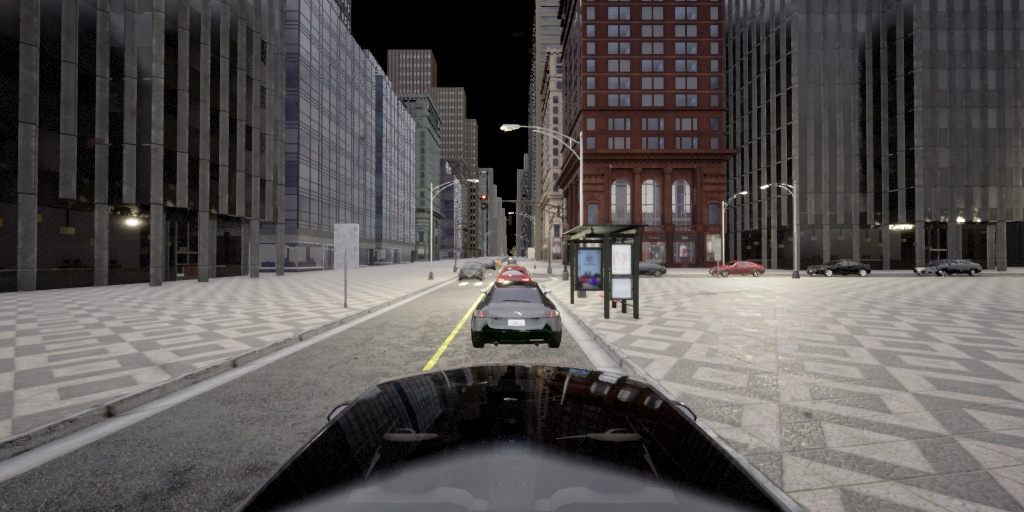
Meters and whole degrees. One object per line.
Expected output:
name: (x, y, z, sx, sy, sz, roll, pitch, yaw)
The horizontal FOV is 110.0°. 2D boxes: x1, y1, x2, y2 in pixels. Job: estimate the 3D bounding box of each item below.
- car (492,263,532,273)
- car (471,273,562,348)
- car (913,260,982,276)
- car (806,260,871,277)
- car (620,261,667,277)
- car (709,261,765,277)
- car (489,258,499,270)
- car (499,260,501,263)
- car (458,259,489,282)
car: (0.112, 1.269, 19.078, 1.812, 1.442, 4.674, 0, 0, 1)
car: (0.096, 1.314, 9.243, 1.994, 1.385, 4.181, 0, 0, 0)
car: (40.191, 1.087, 33.158, 4.902, 1.511, 2.128, 0, -1, 1)
car: (30.155, 1.112, 33.194, 5.008, 1.535, 1.882, 0, -1, 0)
car: (11.861, 1.225, 33.210, 4.674, 1.442, 1.812, 0, -1, -2)
car: (20.797, 1.194, 33.208, 4.674, 1.442, 1.812, 0, -1, 0)
car: (-3.110, 1.165, 47.697, 1.882, 1.535, 5.008, 0, 0, 0)
car: (-3.080, 1.118, 64.740, 1.882, 1.535, 5.008, 0, 0, 0)
car: (-3.111, 1.231, 28.529, 1.837, 1.490, 4.892, 0, 0, 0)
